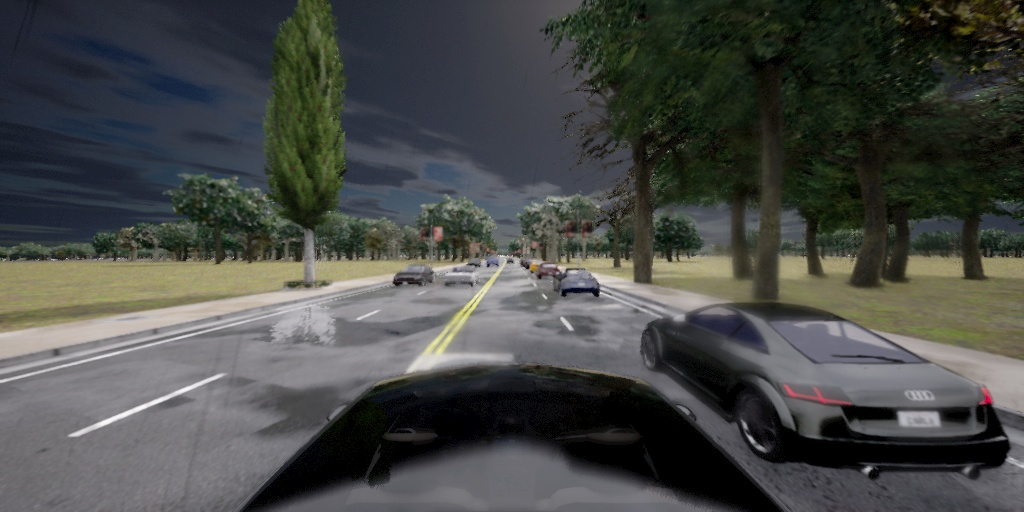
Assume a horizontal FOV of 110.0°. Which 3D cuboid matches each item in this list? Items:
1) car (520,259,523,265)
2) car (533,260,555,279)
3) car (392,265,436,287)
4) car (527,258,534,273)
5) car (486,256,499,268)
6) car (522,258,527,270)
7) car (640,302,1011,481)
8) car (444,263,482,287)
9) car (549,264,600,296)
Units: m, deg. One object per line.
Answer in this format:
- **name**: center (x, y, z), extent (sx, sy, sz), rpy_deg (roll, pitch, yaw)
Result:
- **car**: center (3.047, 1.159, 65.221), extent (2.097, 1.767, 4.553), rpy_deg (0, 0, 0)
- **car**: center (3.204, 1.298, 32.235), extent (1.812, 1.442, 4.674), rpy_deg (0, 0, 0)
- **car**: center (-6.626, 1.312, 24.886), extent (2.033, 1.411, 5.357), rpy_deg (0, 0, 0)
- **car**: center (3.165, 1.261, 43.240), extent (1.882, 1.535, 5.008), rpy_deg (0, 0, 0)
- **car**: center (-3.468, 1.031, 65.211), extent (2.150, 2.045, 5.566), rpy_deg (0, 0, 0)
- **car**: center (3.111, 1.298, 54.276), extent (2.163, 1.488, 4.792), rpy_deg (0, 0, 0)
- **car**: center (3.350, 1.314, 4.953), extent (1.994, 1.385, 4.181), rpy_deg (0, 0, 0)
- **car**: center (-3.376, 1.365, 24.620), extent (1.895, 1.301, 4.718), rpy_deg (0, 0, 0)
- **car**: center (3.335, 1.323, 19.206), extent (1.994, 1.385, 4.181), rpy_deg (0, 0, 0)
